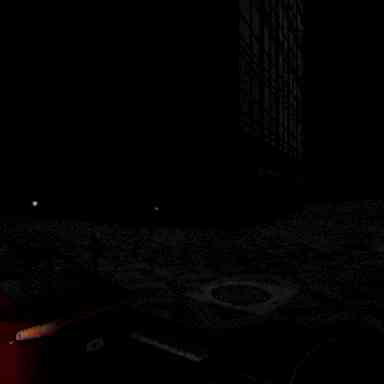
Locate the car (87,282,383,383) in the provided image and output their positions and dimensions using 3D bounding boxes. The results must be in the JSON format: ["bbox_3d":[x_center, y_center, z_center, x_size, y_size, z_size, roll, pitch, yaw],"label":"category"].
[{"bbox_3d":[1.587,1.443,1.726,4.097,1.590,1.967,1,0,35],"label":"car"}]

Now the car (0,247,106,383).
[{"bbox_3d":[-2.862,1.496,4.892,4.507,1.381,1.887,1,0,35],"label":"car"}]
